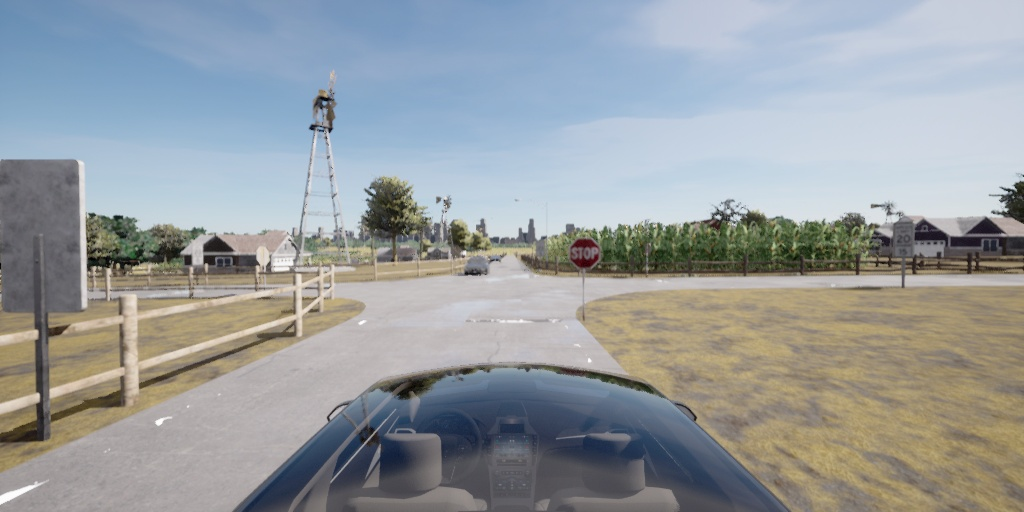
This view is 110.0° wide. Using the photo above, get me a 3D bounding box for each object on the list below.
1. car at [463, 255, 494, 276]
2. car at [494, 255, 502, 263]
[{"bbox_3d":[-2.756,0.821,28.996,1.837,1.490,4.892,0,3,0],"label":"car"},{"bbox_3d":[-2.762,0.448,61.706,2.033,1.411,5.357,0,0,0],"label":"car"}]
